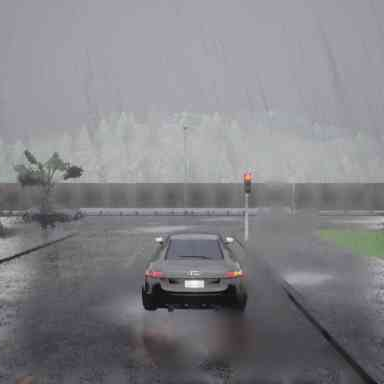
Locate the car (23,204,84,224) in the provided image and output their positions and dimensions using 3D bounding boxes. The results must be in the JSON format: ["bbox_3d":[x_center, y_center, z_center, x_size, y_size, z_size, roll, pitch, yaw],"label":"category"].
[{"bbox_3d":[-10.292,1.564,24.752,4.181,1.385,1.994,0,0,7],"label":"car"}]

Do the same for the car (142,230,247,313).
[{"bbox_3d":[0.053,1.564,7.771,1.994,1.385,4.181,0,0,0],"label":"car"}]
